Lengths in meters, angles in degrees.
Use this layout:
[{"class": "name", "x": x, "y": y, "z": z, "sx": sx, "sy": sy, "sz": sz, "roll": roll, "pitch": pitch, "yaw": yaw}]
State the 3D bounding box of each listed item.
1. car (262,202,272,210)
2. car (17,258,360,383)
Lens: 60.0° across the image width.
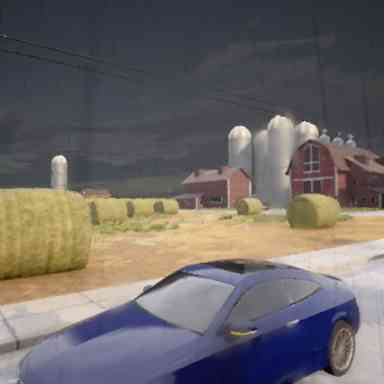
[{"class": "car", "x": 15.812, "y": 3.219, "z": 73.993, "sx": 3.866, "sy": 1.878, "sz": 1.905, "roll": -3, "pitch": 4, "yaw": 9}, {"class": "car", "x": 0.384, "y": 1.661, "z": 4.236, "sx": 4.674, "sy": 1.442, "sz": 1.812, "roll": 1, "pitch": -2, "yaw": -38}]
